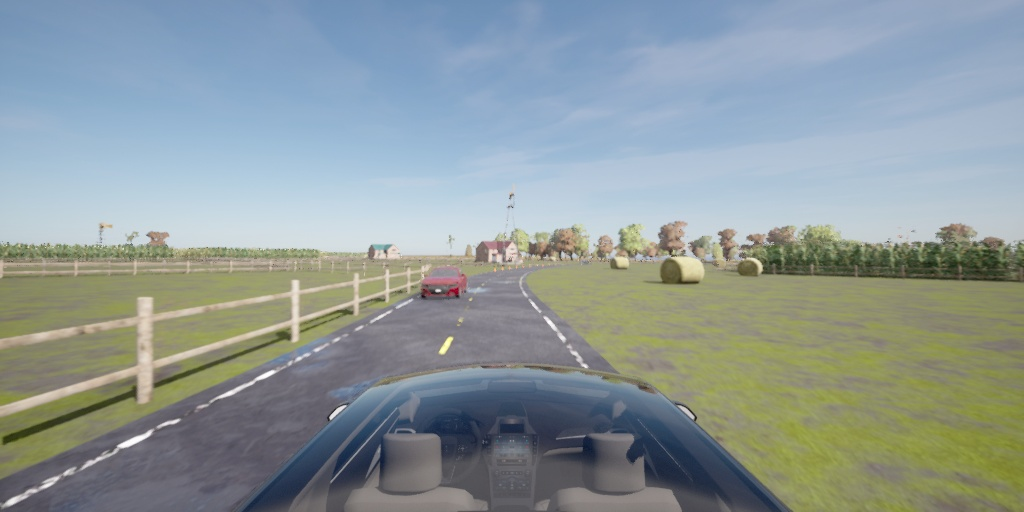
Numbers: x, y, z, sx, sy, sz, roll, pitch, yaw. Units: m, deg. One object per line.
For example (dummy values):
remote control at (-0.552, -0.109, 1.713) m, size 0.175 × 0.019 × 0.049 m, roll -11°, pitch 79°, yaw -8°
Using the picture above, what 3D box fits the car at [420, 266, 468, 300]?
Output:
car at (-3.397, 1.293, 18.613) m, size 1.882 × 1.535 × 5.008 m, roll 0°, pitch 0°, yaw -2°

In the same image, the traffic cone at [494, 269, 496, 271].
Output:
traffic cone at (-2.405, 1.907, 50.964) m, size 0.340 × 0.580 × 0.340 m, roll 0°, pitch 0°, yaw 10°
